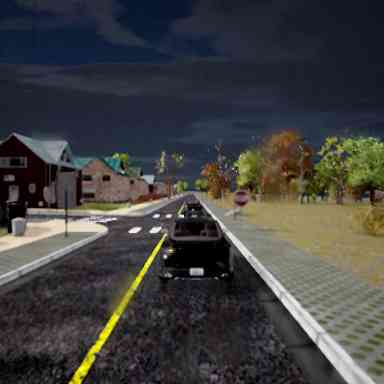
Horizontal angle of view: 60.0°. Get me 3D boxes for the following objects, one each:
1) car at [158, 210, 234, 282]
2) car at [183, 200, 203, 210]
[{"bbox_3d":[0.101,1.506,9.729,1.837,1.490,4.892,0,0,0],"label":"car"},{"bbox_3d":[0.106,1.499,33.554,2.128,1.511,4.902,0,0,0],"label":"car"}]
